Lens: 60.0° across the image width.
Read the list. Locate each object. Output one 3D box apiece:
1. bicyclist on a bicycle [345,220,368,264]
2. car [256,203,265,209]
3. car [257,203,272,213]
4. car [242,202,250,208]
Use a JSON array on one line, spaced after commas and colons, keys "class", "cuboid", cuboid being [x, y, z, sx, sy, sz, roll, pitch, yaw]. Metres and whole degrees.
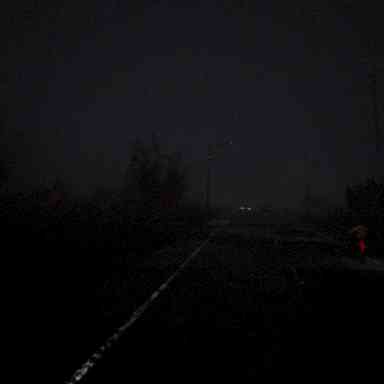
[{"class": "bicyclist on a bicycle", "cuboid": [6.430, 1.870, 12.878, 0.866, 1.612, 1.509, 2, -1, 9]}, {"class": "car", "cuboid": [16.647, 3.332, 80.593, 1.895, 1.301, 4.718, 2, -1, 9]}, {"class": "car", "cuboid": [13.015, 2.829, 58.111, 2.033, 1.411, 5.357, 2, -1, 10]}, {"class": "car", "cuboid": [13.294, 3.082, 81.720, 1.882, 1.535, 5.008, 2, -1, 9]}]
